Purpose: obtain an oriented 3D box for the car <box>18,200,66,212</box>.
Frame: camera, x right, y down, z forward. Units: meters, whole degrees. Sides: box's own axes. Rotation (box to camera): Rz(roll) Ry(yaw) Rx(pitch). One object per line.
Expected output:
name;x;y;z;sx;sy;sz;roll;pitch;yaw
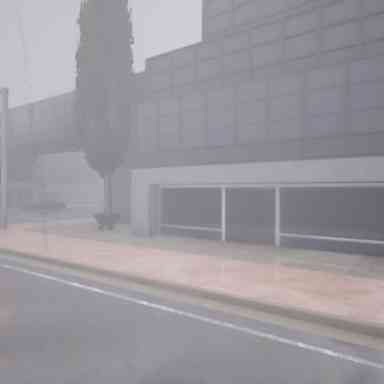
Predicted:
car;-16.513;1.495;36.791;1.895;1.301;4.718;0;0;36
